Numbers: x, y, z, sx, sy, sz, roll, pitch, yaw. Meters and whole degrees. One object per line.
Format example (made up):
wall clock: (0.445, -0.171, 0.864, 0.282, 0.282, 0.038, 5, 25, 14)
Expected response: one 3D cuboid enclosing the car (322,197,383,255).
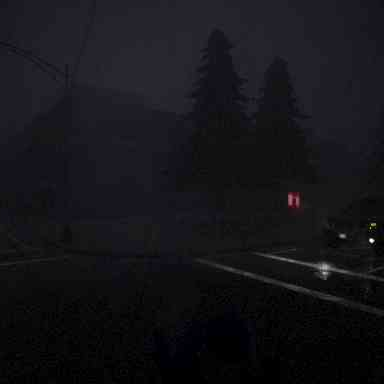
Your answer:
car: (7.698, 1.248, 13.745, 5.566, 2.045, 2.150, 0, 0, -37)
